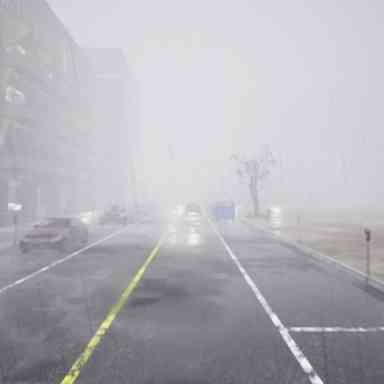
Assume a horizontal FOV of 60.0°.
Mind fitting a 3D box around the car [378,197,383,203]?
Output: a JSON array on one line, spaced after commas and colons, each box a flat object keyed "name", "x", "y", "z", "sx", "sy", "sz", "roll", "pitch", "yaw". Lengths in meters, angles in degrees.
[{"name": "car", "x": 41.393, "y": 1.717, "z": 69.617, "sx": 4.097, "sy": 1.590, "sz": 1.967, "roll": 0, "pitch": -1, "yaw": 0}]

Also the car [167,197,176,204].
[{"name": "car", "x": -5.604, "y": 2.196, "z": 91.449, "sx": 2.192, "sy": 1.841, "sz": 5.009, "roll": 1, "pitch": -1, "yaw": 0}]

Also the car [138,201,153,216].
[{"name": "car", "x": -5.730, "y": 1.931, "z": 36.506, "sx": 1.802, "sy": 1.307, "sz": 4.206, "roll": 1, "pitch": -1, "yaw": 0}]

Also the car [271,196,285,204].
[{"name": "car", "x": 19.352, "y": 1.964, "z": 78.171, "sx": 5.009, "sy": 1.841, "sz": 2.192, "roll": 0, "pitch": -1, "yaw": 0}]

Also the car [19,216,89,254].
[{"name": "car", "x": -5.668, "y": 1.719, "z": 14.229, "sx": 1.802, "sy": 1.307, "sz": 4.206, "roll": 1, "pitch": -1, "yaw": 0}]

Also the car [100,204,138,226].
[{"name": "car", "x": -5.663, "y": 1.683, "z": 25.369, "sx": 1.967, "sy": 1.590, "sz": 4.097, "roll": 1, "pitch": -1, "yaw": 0}]

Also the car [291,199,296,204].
[{"name": "car", "x": 24.881, "y": 2.151, "z": 78.124, "sx": 4.507, "sy": 1.381, "sz": 1.887, "roll": 0, "pitch": -1, "yaw": 0}]

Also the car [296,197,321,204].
[{"name": "car", "x": 24.812, "y": 1.844, "z": 69.747, "sx": 4.097, "sy": 1.590, "sz": 1.967, "roll": 0, "pitch": -1, "yaw": 0}]

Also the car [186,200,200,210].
[{"name": "car", "x": 0.140, "y": 1.986, "z": 51.658, "sx": 2.128, "sy": 1.511, "sz": 4.902, "roll": 0, "pitch": -1, "yaw": 0}]

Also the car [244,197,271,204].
[{"name": "car", "x": 13.758, "y": 2.072, "z": 69.832, "sx": 4.206, "sy": 1.307, "sz": 1.802, "roll": 0, "pitch": -1, "yaw": 0}]

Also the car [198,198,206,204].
[{"name": "car", "x": 2.772, "y": 2.445, "z": 91.400, "sx": 1.947, "sy": 1.339, "sz": 4.313, "roll": 1, "pitch": -1, "yaw": 0}]

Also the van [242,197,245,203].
[{"name": "van", "x": 13.825, "y": 2.034, "z": 78.214, "sx": 3.998, "sy": 1.788, "sz": 1.690, "roll": 0, "pitch": -1, "yaw": 0}]

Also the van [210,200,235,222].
[{"name": "van", "x": 2.754, "y": 1.616, "z": 28.751, "sx": 1.690, "sy": 1.788, "sz": 3.998, "roll": 1, "pitch": -1, "yaw": 0}]

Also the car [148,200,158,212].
[{"name": "car", "x": -5.772, "y": 1.875, "z": 45.411, "sx": 1.967, "sy": 1.590, "sz": 4.097, "roll": 1, "pitch": -1, "yaw": 0}]

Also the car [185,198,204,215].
[{"name": "car", "x": 0.133, "y": 1.861, "z": 40.087, "sx": 1.882, "sy": 1.535, "sz": 5.008, "roll": 0, "pitch": -1, "yaw": 0}]

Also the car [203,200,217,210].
[{"name": "car", "x": 2.872, "y": 2.060, "z": 53.209, "sx": 2.008, "sy": 1.369, "sz": 4.403, "roll": 1, "pitch": -1, "yaw": 0}]

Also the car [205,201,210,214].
[{"name": "car", "x": 2.814, "y": 1.900, "z": 37.209, "sx": 1.887, "sy": 1.381, "sz": 4.507, "roll": 1, "pitch": -1, "yaw": 0}]
